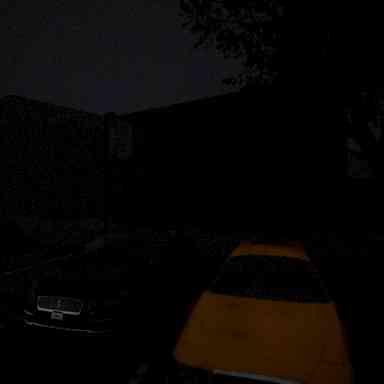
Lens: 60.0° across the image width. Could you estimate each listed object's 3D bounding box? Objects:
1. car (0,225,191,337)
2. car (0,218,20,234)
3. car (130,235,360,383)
[{"bbox_3d":[-1.218,1.487,6.967,2.231,1.521,4.892,1,-1,16],"label":"car"},{"bbox_3d":[-8.539,1.528,12.203,2.002,1.452,4.674,1,-1,16],"label":"car"},{"bbox_3d":[1.170,1.480,5.038,1.946,1.575,5.366,1,-1,16],"label":"car"}]
